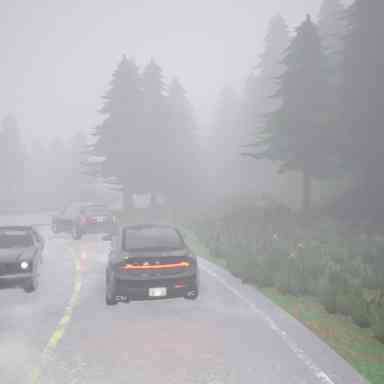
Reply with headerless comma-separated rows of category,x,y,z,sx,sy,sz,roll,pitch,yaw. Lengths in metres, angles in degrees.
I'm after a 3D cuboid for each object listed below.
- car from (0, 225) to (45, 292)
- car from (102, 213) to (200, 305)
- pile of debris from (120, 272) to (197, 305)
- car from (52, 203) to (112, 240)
car,-4.928,1.601,8.635,1.895,1.301,4.718,0,0,-21
car,-1.111,1.504,8.195,1.837,1.490,4.892,0,0,-12
pile of debris,-0.853,2.175,7.706,1.500,0.140,1.860,0,0,-14
car,-5.709,1.352,17.415,2.097,1.767,4.553,0,0,-39
